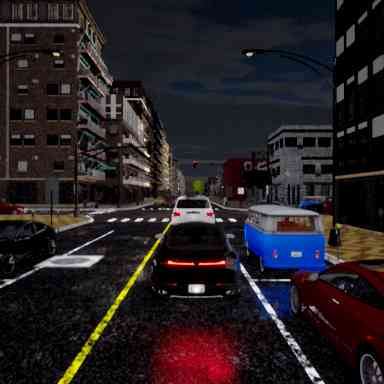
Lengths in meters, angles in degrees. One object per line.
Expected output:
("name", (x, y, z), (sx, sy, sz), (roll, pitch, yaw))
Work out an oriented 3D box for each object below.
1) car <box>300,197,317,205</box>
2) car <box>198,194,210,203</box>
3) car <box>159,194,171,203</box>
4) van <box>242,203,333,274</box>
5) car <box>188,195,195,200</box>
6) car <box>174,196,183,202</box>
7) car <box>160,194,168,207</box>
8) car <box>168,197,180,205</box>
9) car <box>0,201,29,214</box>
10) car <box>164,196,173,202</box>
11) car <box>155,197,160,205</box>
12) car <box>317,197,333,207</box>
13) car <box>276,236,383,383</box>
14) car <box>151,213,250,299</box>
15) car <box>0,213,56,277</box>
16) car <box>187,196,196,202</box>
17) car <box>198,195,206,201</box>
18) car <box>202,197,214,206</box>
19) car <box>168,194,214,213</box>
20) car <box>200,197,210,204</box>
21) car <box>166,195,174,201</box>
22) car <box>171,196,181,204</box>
("car", (14.876, 1.616, 36.938), (5.357, 1.411, 2.033), (0, 0, 2))
("car", (2.544, 1.369, 71.670), (2.192, 1.841, 5.009), (0, 0, 0))
("car", (-5.837, 1.369, 71.651), (2.192, 1.841, 5.009), (0, 0, 0))
("van", (2.639, 1.342, 10.265), (1.690, 1.788, 3.998), (0, 0, 0))
("car", (-0.191, 1.576, 91.885), (1.895, 1.301, 4.718), (0, 0, 0))
("car", (-3.164, 1.617, 78.135), (1.994, 1.385, 4.181), (0, 0, 0))
("car", (-3.204, 1.378, 50.120), (2.097, 1.767, 4.553), (0, 0, 0))
("car", (-3.199, 1.637, 59.063), (1.895, 1.301, 4.718), (0, 0, 0))
("car", (-17.531, 1.532, 31.034), (4.206, 1.307, 1.802), (0, 0, 0))
("car", (-5.861, 1.624, 82.729), (2.008, 1.369, 4.403), (0, 0, 0))
("car", (-5.814, 1.563, 60.402), (1.752, 1.417, 4.829), (0, 0, 0))
("car", (14.857, 1.356, 31.182), (5.009, 1.841, 2.192), (0, 0, 0))
("car", (2.651, 1.582, 4.576), (1.802, 1.307, 4.206), (0, 0, 0))
("car", (0.080, 1.505, 8.447), (1.837, 1.490, 4.892), (0, 0, 0))
("car", (-5.709, 1.566, 10.273), (1.947, 1.339, 4.313), (0, 0, 0))
("car", (-0.170, 1.610, 81.435), (2.033, 1.411, 5.357), (0, 0, 0))
("car", (2.508, 1.635, 88.287), (2.008, 1.369, 4.403), (0, 0, 0))
("car", (2.578, 1.557, 55.222), (1.752, 1.417, 4.829), (0, 0, 0))
("car", (0.051, 1.224, 18.448), (2.150, 2.045, 5.566), (0, 0, 0))
("car", (2.555, 1.628, 66.130), (1.802, 1.307, 4.206), (0, 0, 0))
("car", (-5.872, 1.609, 88.099), (1.752, 1.417, 4.829), (0, 0, 0))
("car", (-3.156, 1.574, 68.119), (1.812, 1.442, 4.674), (0, 0, 0))
